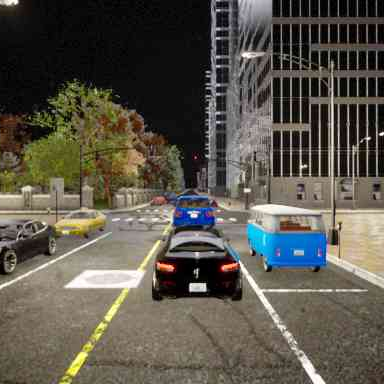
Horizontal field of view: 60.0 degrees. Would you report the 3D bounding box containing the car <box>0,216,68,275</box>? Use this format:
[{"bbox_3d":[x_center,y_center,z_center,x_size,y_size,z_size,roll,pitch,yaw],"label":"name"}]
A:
[{"bbox_3d":[-5.770,1.568,10.472,1.947,1.339,4.313,0,0,0],"label":"car"}]

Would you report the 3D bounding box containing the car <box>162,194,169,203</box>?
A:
[{"bbox_3d":[-5.693,1.554,59.960,2.008,1.369,4.403,0,0,0],"label":"car"}]

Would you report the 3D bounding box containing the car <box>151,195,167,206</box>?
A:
[{"bbox_3d":[-5.693,1.547,54.277,1.887,1.381,4.507,0,0,0],"label":"car"}]

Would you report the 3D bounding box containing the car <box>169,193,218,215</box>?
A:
[{"bbox_3d":[0.100,1.224,18.550,2.150,2.045,5.566,0,0,0],"label":"car"}]

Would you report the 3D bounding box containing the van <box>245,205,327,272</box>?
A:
[{"bbox_3d":[2.774,1.343,10.474,1.690,1.788,3.998,0,0,0],"label":"van"}]

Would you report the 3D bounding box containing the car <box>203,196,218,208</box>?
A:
[{"bbox_3d":[2.689,1.443,48.600,1.967,1.590,4.097,0,0,0],"label":"car"}]

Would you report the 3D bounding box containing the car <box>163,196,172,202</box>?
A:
[{"bbox_3d":[-5.695,1.580,77.008,1.802,1.307,4.206,0,0,0],"label":"car"}]

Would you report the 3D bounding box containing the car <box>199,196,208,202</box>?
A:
[{"bbox_3d":[2.686,1.564,77.005,1.947,1.339,4.313,0,0,0],"label":"car"}]

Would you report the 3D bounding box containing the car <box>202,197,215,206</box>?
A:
[{"bbox_3d":[2.688,1.569,54.280,1.947,1.339,4.313,0,0,0],"label":"car"}]

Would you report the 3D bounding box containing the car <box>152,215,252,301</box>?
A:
[{"bbox_3d":[0.102,1.528,8.199,1.812,1.442,4.674,0,0,0],"label":"car"}]

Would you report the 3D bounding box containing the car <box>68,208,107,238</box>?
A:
[{"bbox_3d":[-5.818,1.528,17.706,1.752,1.417,4.829,0,0,0],"label":"car"}]

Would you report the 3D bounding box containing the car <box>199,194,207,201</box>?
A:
[{"bbox_3d":[2.687,1.434,82.686,1.967,1.590,4.097,0,0,0],"label":"car"}]
